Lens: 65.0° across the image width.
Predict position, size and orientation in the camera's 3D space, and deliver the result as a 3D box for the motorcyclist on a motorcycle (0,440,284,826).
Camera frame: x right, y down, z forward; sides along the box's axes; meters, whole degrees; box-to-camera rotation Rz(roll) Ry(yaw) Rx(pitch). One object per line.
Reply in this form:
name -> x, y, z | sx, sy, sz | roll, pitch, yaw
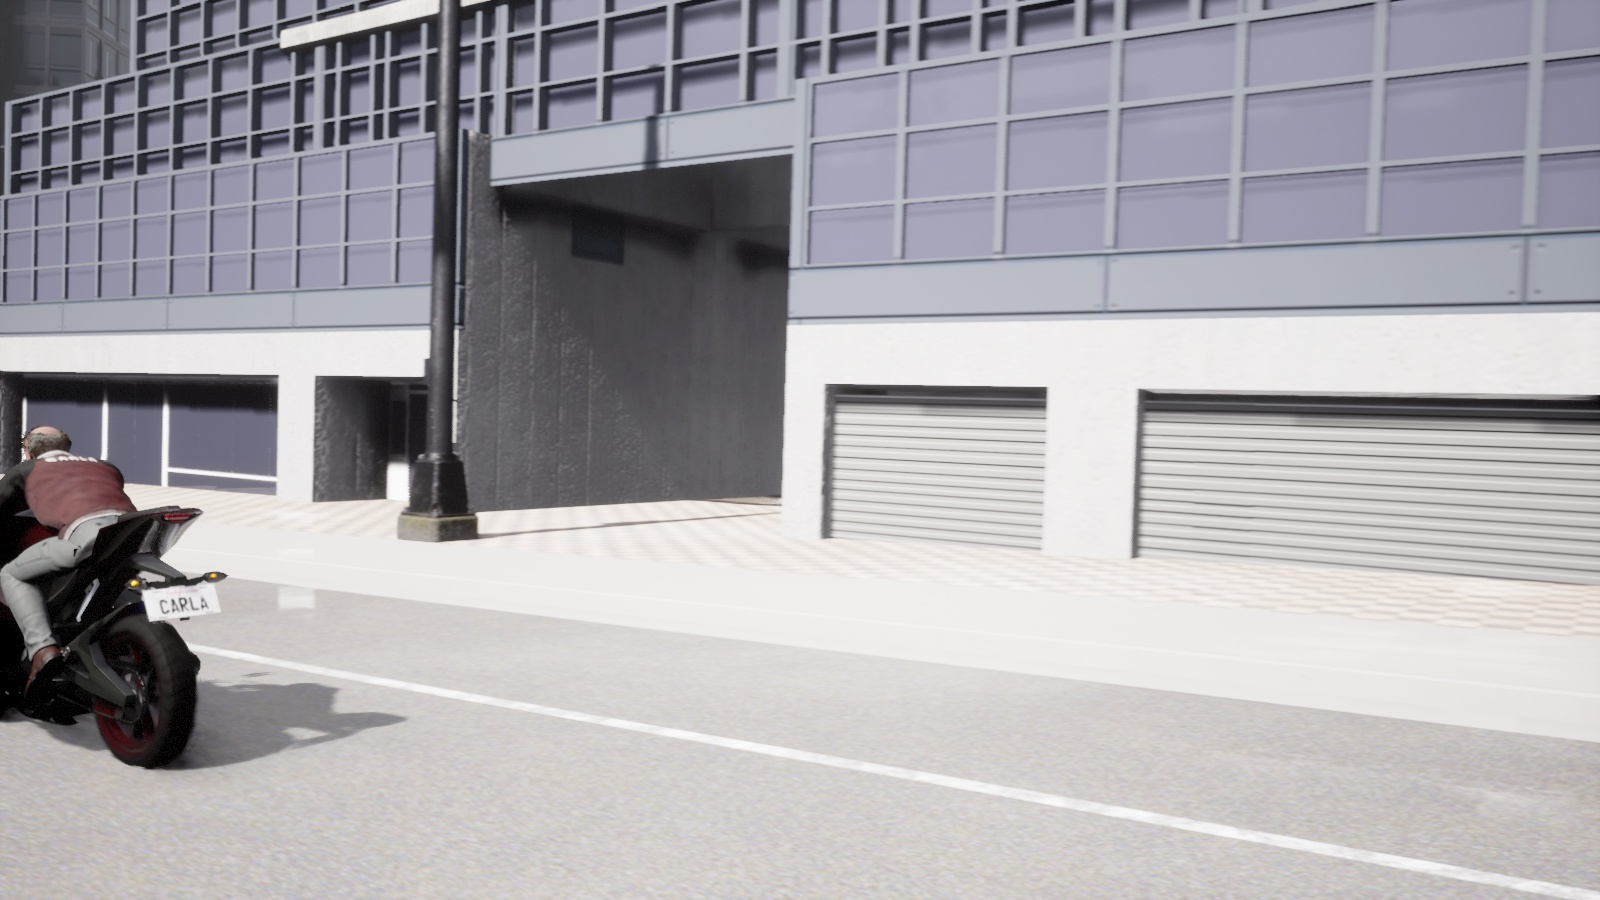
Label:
motorcyclist on a motorcycle -> -3.508, 0.727, 5.955 | 2.191, 1.530, 0.866 | 0, 1, 34
